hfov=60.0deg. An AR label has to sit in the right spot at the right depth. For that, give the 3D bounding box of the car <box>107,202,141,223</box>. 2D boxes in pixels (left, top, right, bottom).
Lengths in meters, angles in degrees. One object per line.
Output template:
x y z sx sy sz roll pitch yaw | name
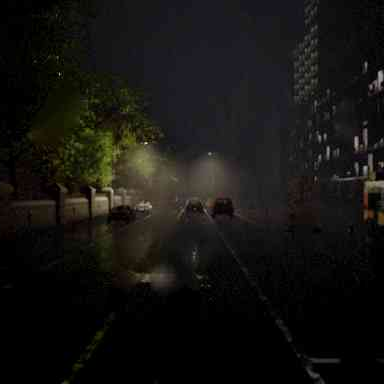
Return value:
-5.548 1.729 26.616 1.802 1.307 4.206 0 0 0 | car

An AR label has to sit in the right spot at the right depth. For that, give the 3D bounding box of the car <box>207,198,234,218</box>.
2.863 1.494 32.203 2.192 1.841 5.009 0 0 0 | car

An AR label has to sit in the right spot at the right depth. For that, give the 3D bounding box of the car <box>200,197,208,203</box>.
3.170 2.060 88.692 1.752 1.417 4.829 0 0 0 | car

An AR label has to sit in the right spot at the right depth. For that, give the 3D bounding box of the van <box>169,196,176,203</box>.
-5.211 1.874 88.569 1.690 1.788 3.998 0 0 0 | van

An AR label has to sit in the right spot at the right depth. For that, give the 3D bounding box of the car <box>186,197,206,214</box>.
0.298 1.693 38.855 1.882 1.535 5.008 0 0 0 | car

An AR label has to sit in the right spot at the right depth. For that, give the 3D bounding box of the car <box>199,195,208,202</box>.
3.200 1.888 94.156 2.192 1.841 5.009 0 0 0 | car

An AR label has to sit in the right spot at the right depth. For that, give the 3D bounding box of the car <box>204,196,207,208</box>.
2.986 1.832 54.901 1.752 1.417 4.829 0 0 0 | car

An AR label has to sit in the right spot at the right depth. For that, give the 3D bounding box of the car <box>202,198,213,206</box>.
3.046 1.922 65.993 1.887 1.381 4.507 0 0 0 | car

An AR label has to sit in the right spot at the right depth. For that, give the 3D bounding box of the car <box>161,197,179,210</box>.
-2.846 1.823 46.746 1.994 1.385 4.181 0 0 0 | car

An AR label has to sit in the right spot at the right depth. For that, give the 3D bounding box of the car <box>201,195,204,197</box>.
0.303 1.624 48.973 2.097 1.767 4.553 0 0 1 | car

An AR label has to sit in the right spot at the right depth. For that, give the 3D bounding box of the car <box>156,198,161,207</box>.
-5.395 1.745 54.777 1.967 1.590 4.097 0 0 0 | car

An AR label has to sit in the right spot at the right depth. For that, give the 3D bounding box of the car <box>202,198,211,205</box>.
3.077 1.982 71.625 1.947 1.339 4.313 0 0 0 | car

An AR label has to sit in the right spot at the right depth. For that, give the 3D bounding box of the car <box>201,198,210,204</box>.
3.108 2.000 77.258 1.887 1.381 4.507 0 0 0 | car

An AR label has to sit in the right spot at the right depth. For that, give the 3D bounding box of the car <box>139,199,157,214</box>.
-5.487 1.760 37.881 2.008 1.369 4.403 0 0 0 | car
